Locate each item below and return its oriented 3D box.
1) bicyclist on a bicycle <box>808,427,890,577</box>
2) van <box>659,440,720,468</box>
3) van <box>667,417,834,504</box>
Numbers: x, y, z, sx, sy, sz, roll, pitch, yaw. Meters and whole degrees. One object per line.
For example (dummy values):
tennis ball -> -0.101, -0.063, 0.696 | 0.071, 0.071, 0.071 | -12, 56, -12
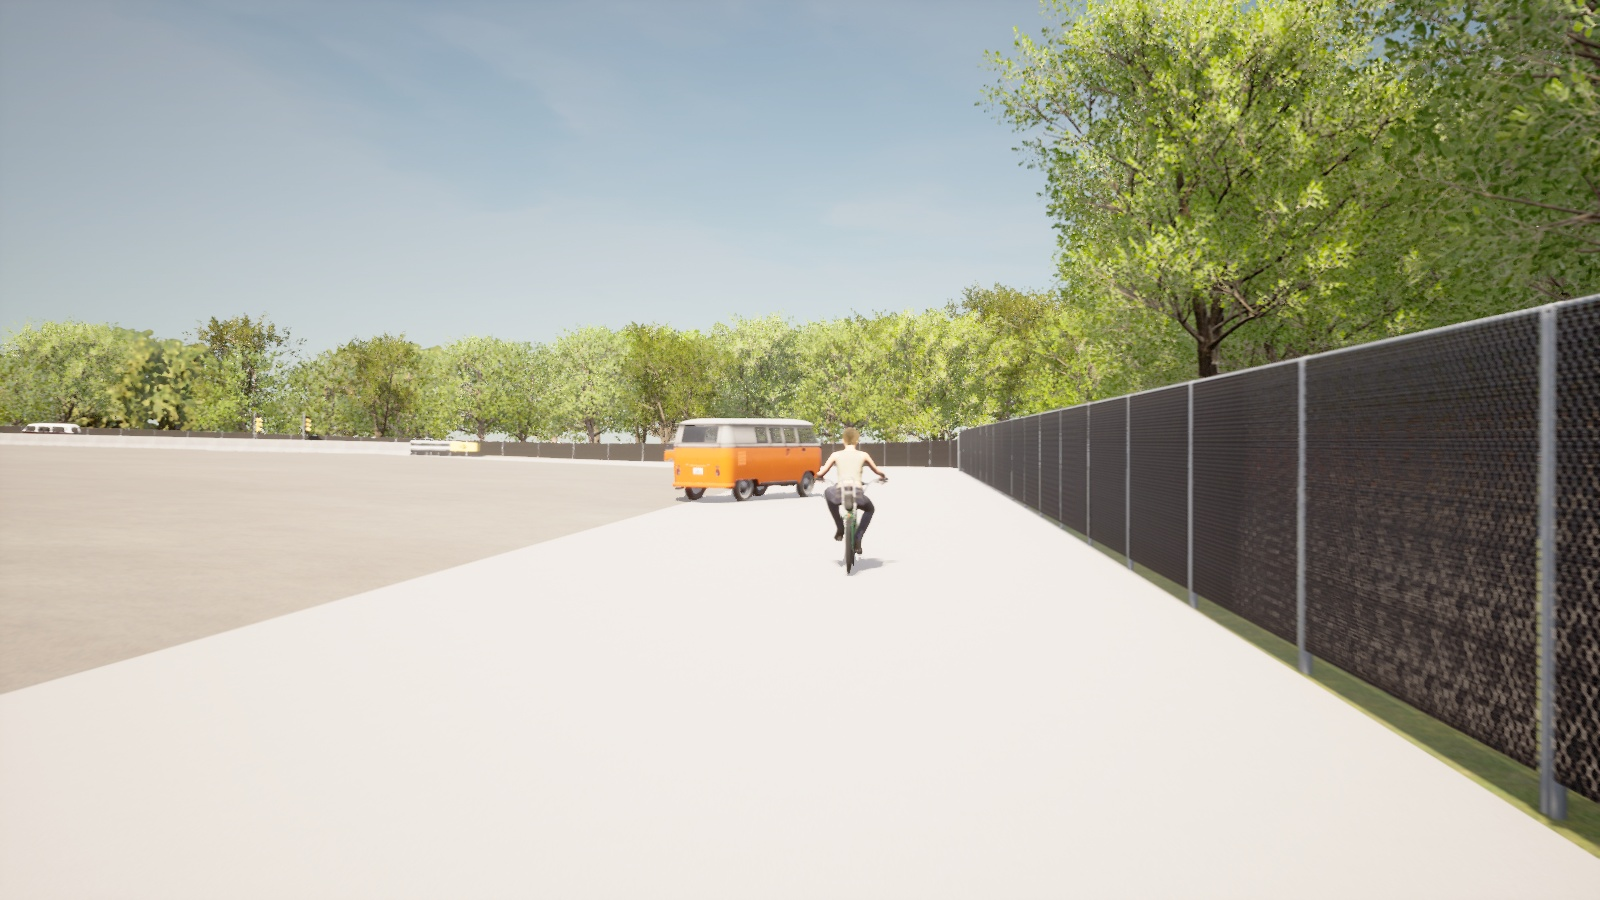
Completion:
bicyclist on a bicycle -> 0.585, 0.552, 14.294 | 0.866, 1.612, 1.509 | 0, 0, 5
van -> -8.200, 0.287, 93.007 | 4.442, 1.987, 1.775 | 0, -1, 37
van -> -1.139, 0.213, 30.895 | 1.775, 1.987, 4.442 | 1, 1, 35
